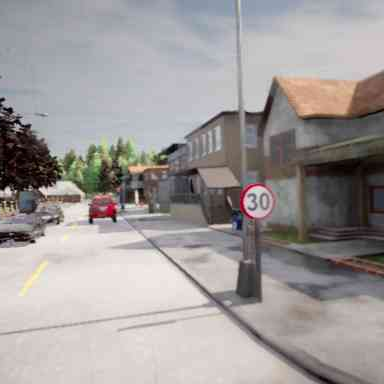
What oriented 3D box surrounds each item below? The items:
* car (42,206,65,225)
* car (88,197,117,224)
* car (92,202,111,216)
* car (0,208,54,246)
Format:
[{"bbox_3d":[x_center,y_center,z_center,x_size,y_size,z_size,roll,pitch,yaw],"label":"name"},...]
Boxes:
[{"bbox_3d":[-11.776,1.903,27.694,2.128,1.511,4.902,-2,0,-15],"label":"car"},{"bbox_3d":[-7.547,1.483,28.065,2.150,2.045,5.566,-2,0,-16],"label":"car"},{"bbox_3d":[-10.339,1.922,38.047,1.994,1.385,4.181,-2,0,-16],"label":"car"},{"bbox_3d":[-8.975,1.862,17.699,2.033,1.411,5.357,-2,0,-16],"label":"car"}]
